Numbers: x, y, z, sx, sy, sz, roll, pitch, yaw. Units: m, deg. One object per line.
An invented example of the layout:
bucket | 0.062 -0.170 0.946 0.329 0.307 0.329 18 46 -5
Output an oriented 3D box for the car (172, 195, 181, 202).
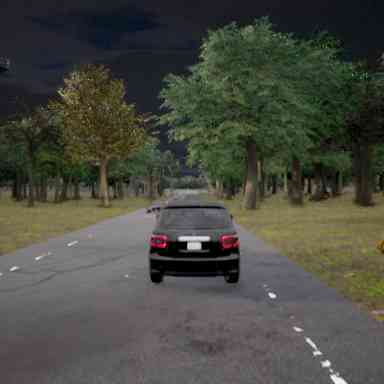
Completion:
car | -3.489 1.432 76.533 1.837 1.490 4.892 0 0 0

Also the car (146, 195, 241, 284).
car | 0.076 1.231 9.739 2.150 2.045 5.566 0 0 1

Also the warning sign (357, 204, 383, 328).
warning sign | 3.532 1.120 5.207 1.300 1.860 1.060 -1 -1 0

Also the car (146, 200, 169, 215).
car | -3.591 1.584 34.999 1.994 1.385 4.181 0 0 0
